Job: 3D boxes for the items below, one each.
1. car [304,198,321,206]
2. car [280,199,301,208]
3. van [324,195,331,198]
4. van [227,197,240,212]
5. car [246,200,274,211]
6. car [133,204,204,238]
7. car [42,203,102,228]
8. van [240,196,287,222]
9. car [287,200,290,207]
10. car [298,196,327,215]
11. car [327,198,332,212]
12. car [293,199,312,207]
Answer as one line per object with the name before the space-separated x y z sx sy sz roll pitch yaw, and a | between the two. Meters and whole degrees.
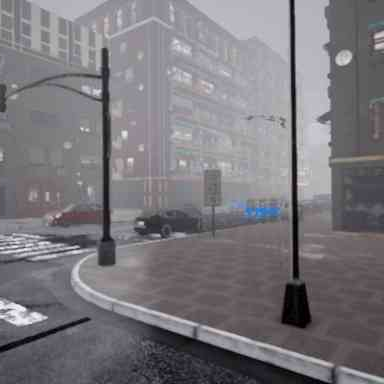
car | 22.753 1.920 62.751 1.947 1.339 4.313 -1 -1 37
car | 15.961 1.869 53.750 1.802 1.307 4.206 -1 -1 37
van | 19.249 1.494 44.202 1.690 1.788 3.998 -1 -1 37
van | 5.772 1.526 40.253 1.690 1.788 3.998 -1 -1 37
car | 9.170 1.770 44.750 2.008 1.369 4.403 -1 -1 37
car | -1.122 1.516 17.196 1.947 1.339 4.313 -1 -1 37
car | -7.810 1.490 22.249 1.967 1.590 4.097 -1 -1 37
van | 5.666 1.359 26.201 1.690 1.788 3.998 -1 -1 37
car | 12.563 1.568 49.254 2.192 1.841 5.009 -1 -1 37
car | 12.459 1.526 35.200 1.967 1.590 4.097 -1 -1 37
car | 15.856 1.701 39.698 1.802 1.307 4.206 -1 -1 37
car | 19.357 1.887 58.251 1.947 1.339 4.313 -1 -1 37
